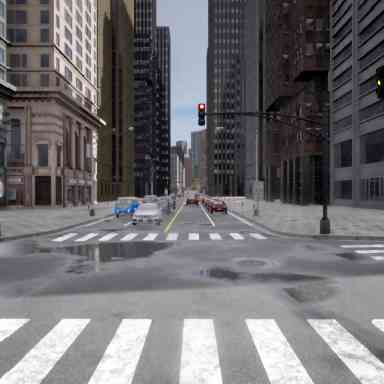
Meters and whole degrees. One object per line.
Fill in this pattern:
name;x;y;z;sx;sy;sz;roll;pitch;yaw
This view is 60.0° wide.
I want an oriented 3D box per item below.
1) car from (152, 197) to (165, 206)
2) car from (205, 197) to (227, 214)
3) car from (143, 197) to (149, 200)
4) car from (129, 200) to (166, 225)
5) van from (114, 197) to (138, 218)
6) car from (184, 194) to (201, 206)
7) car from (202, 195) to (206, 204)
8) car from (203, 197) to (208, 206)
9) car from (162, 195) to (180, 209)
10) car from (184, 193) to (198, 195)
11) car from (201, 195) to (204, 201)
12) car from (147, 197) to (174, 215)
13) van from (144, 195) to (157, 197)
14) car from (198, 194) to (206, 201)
car;-5.814;1.606;57.569;1.802;1.307;4.206;0;0;0
car;2.752;1.553;35.457;1.887;1.381;4.507;0;0;0
car;-5.803;1.553;35.469;1.887;1.381;4.507;0;0;0
car;-3.118;1.529;24.012;1.812;1.442;4.674;0;0;-2
van;-5.800;1.347;29.944;1.690;1.788;3.998;0;0;0
car;0.014;1.500;54.790;1.882;1.535;5.008;0;0;0
car;2.742;1.561;46.508;1.887;1.381;4.507;0;0;0
car;2.747;1.557;40.982;1.887;1.381;4.507;0;0;0
car;-3.120;1.505;44.313;2.128;1.511;4.902;0;0;0
car;-0.044;1.522;65.170;2.128;1.511;4.902;0;0;0
car;2.737;1.546;52.203;1.752;1.417;4.829;0;0;0
car;-3.122;1.513;34.055;1.837;1.490;4.892;0;0;0
van;-5.809;1.357;46.519;1.690;1.788;3.998;0;0;0
car;2.702;1.490;90.712;1.967;1.590;4.097;0;0;0
